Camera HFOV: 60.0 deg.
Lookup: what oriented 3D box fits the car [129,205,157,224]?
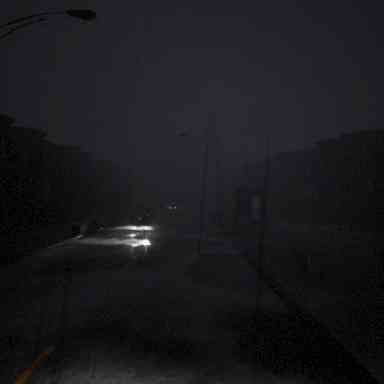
[{"bbox_3d":[-4.070,1.852,28.332,2.128,1.511,4.902,0,-1,0],"label":"car"}]

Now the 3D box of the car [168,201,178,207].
[{"bbox_3d":[-3.924,2.652,69.503,1.994,1.385,4.181,0,-1,0],"label":"car"}]
